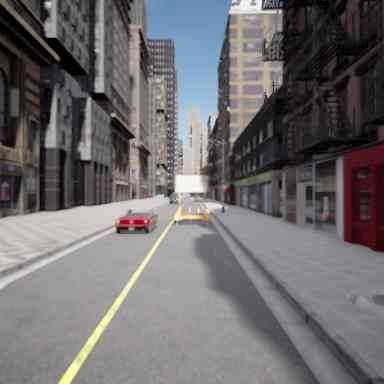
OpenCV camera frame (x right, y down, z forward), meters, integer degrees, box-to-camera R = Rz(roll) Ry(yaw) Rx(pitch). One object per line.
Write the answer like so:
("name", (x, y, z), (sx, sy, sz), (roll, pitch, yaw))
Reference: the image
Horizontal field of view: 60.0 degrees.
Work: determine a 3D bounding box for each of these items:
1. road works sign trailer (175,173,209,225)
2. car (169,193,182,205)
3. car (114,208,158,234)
("road works sign trailer", (0.007, 0.455, 23.744), (2.380, 3.560, 2.880), (0, 0, 0))
("car", (-3.012, 1.251, 62.141), (2.150, 2.045, 5.566), (0, 0, 0))
("car", (-3.097, 1.592, 19.239), (1.895, 1.301, 4.718), (0, 0, 0))
